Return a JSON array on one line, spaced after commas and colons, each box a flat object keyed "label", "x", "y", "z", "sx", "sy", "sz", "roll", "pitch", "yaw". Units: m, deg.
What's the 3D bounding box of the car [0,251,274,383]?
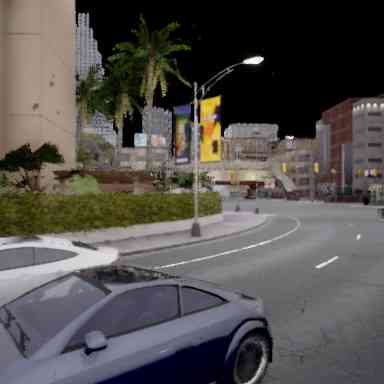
[{"label": "car", "x": -1.007, "y": 1.585, "z": 3.587, "sx": 4.181, "sy": 1.385, "sz": 1.994, "roll": 0, "pitch": 0, "yaw": -39}]

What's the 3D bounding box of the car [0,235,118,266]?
[{"label": "car", "x": -3.485, "y": 1.566, "z": 6.006, "sx": 4.674, "sy": 1.442, "sz": 1.812, "roll": 0, "pitch": 0, "yaw": -38}]

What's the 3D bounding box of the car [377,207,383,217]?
[{"label": "car", "x": 17.806, "y": 1.606, "z": 28.535, "sx": 2.033, "sy": 1.411, "sz": 5.357, "roll": 0, "pitch": 0, "yaw": 10}]
